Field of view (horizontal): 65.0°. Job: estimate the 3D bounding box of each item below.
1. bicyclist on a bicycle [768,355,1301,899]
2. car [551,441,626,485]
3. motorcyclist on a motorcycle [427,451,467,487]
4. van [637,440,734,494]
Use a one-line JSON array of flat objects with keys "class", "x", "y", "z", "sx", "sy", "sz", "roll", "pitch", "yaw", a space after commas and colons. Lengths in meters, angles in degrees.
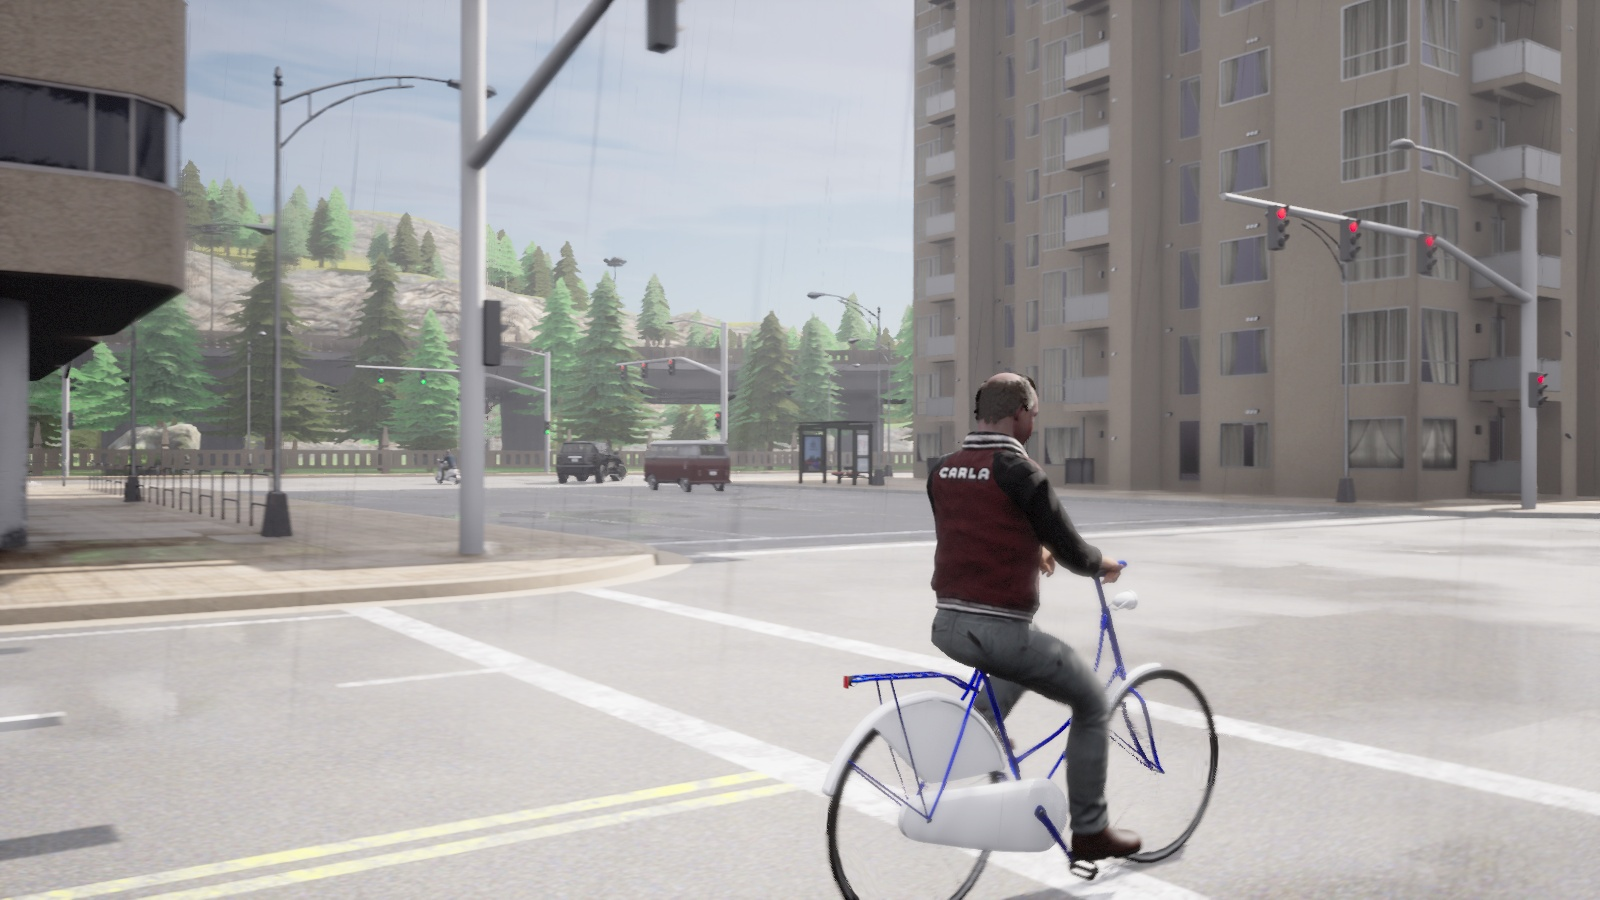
[{"class": "bicyclist on a bicycle", "x": 0.846, "y": 0.625, "z": 4.248, "sx": 1.843, "sy": 1.776, "sz": 0.659, "roll": 0, "pitch": 0, "yaw": -35}, {"class": "car", "x": -10.319, "y": 0.627, "z": 61.838, "sx": 2.150, "sy": 2.045, "sz": 5.566, "roll": 0, "pitch": 0, "yaw": 7}, {"class": "motorcyclist on a motorcycle", "x": -16.222, "y": 0.865, "z": 57.721, "sx": 1.817, "sy": 1.590, "sz": 0.866, "roll": 0, "pitch": 1, "yaw": 39}, {"class": "van", "x": -4.501, "y": 0.631, "z": 48.769, "sx": 1.775, "sy": 1.987, "sz": 4.442, "roll": 0, "pitch": 0, "yaw": -35}]
